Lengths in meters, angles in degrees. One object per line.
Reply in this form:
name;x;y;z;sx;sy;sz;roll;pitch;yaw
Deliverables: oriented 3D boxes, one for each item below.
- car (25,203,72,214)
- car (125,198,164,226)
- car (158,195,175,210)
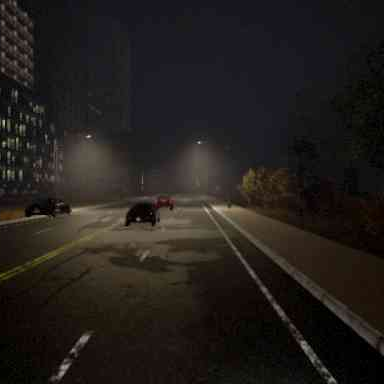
car;-9.748;1.027;22.885;1.994;1.385;4.181;0;0;0
car;-3.149;1.391;21.803;1.812;1.442;4.674;0;1;0
car;-3.147;1.112;38.997;2.097;1.767;4.553;0;0;0
